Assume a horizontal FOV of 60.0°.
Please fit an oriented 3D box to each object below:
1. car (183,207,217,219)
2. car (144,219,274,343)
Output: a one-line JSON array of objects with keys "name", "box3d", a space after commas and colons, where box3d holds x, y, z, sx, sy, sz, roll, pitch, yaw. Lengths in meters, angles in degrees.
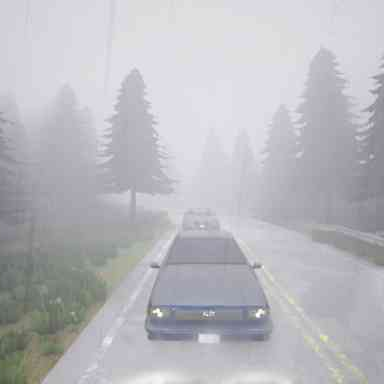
[{"name": "car", "box3d": [0.452, 1.594, 19.163, 1.994, 1.385, 4.181, 0, 0, -2]}, {"name": "car", "box3d": [0.273, 1.561, 7.078, 2.033, 1.411, 5.357, 0, 0, 1]}]
